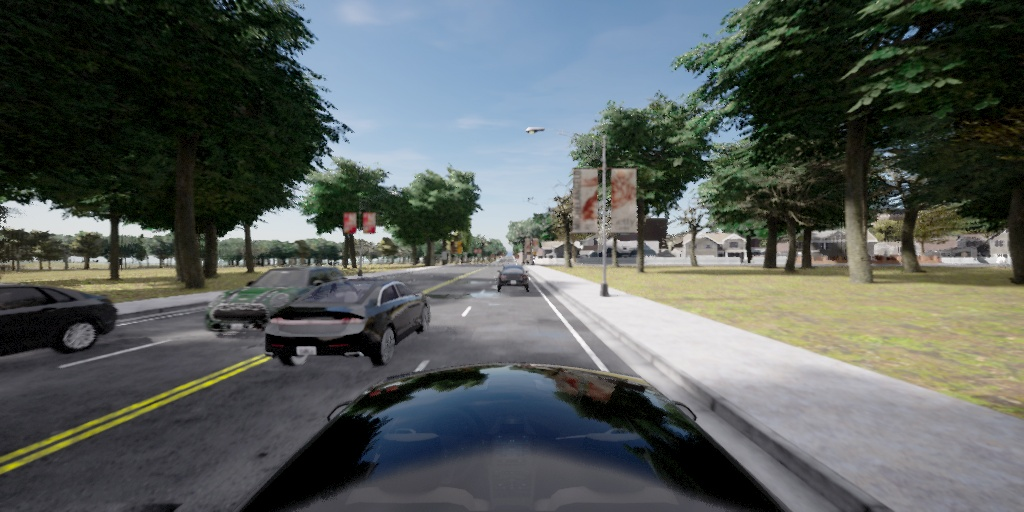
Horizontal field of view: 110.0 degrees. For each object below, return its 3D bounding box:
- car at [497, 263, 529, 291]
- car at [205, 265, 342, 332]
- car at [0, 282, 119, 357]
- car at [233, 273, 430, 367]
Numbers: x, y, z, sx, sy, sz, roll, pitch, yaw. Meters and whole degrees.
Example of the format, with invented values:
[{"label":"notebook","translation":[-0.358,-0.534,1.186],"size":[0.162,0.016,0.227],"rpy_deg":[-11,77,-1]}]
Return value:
[{"label":"car","translation":[0.075,1.295,22.090],"size":[1.812,1.442,4.674],"rpy_deg":[0,0,0]},{"label":"car","translation":[-6.601,1.106,10.848],"size":[2.097,1.767,4.553],"rpy_deg":[0,0,0]},{"label":"car","translation":[-9.851,1.257,6.041],"size":[1.837,1.490,4.892],"rpy_deg":[0,0,0]},{"label":"car","translation":[-3.157,1.244,7.926],"size":[2.128,1.511,4.902],"rpy_deg":[0,0,0]}]
